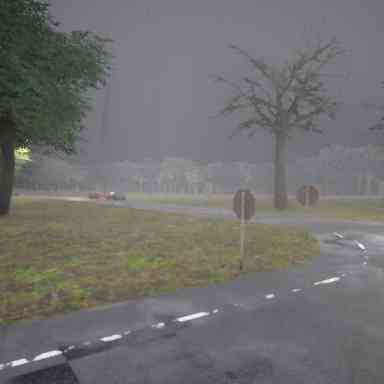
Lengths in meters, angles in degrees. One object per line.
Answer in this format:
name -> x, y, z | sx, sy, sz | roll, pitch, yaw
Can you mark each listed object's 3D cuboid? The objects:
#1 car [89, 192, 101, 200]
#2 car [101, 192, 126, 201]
car -> -17.182, 0.680, 60.794 | 1.882, 1.535, 5.008 | 2, -1, -36
car -> -12.421, 0.727, 54.236 | 2.128, 1.511, 4.902 | 2, -1, -35
